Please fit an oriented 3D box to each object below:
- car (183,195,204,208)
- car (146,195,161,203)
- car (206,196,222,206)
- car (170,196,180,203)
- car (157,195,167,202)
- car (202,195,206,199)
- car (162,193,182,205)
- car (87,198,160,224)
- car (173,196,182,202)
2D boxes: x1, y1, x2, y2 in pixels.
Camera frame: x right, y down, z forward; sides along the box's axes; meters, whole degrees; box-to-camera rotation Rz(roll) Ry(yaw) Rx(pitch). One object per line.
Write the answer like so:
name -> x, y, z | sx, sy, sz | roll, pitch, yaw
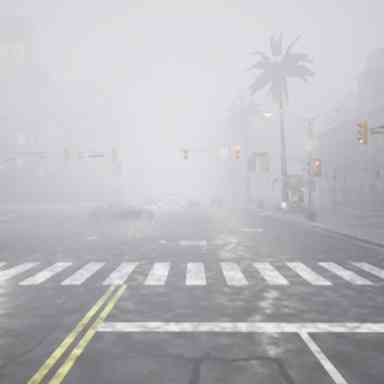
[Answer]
car -> 0.195, 1.521, 46.198 | 2.033, 1.411, 5.357 | 0, 0, 0
car -> -6.923, 1.320, 56.546 | 2.097, 1.767, 4.553 | 0, 0, 1
car -> 3.709, 1.447, 52.920 | 1.882, 1.535, 5.008 | 0, 0, 0
car -> -3.377, 1.488, 67.244 | 1.812, 1.442, 4.674 | 0, 0, 1
car -> -6.842, 1.481, 76.127 | 1.812, 1.442, 4.674 | 0, 0, 0
car -> 3.203, 1.500, 89.725 | 1.994, 1.385, 4.181 | 0, 0, -8
car -> -3.408, 1.188, 57.737 | 2.150, 2.045, 5.566 | 0, 0, 1
car -> -5.251, 1.477, 24.785 | 4.902, 1.511, 2.128 | 0, 0, -29
car -> -3.339, 1.551, 77.340 | 1.895, 1.301, 4.718 | 0, 0, 0
